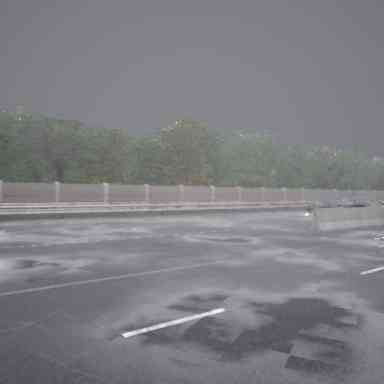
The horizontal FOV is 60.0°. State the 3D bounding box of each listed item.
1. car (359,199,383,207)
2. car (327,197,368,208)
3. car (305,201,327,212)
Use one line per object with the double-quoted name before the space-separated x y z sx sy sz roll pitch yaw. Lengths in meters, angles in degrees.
"car" 20.786 1.863 36.201 4.902 1.511 2.128 1 0 -36
"car" 18.765 1.596 39.058 5.566 2.045 2.150 1 -1 -36
"car" 16.506 1.902 41.729 5.357 1.411 2.033 2 1 -36
